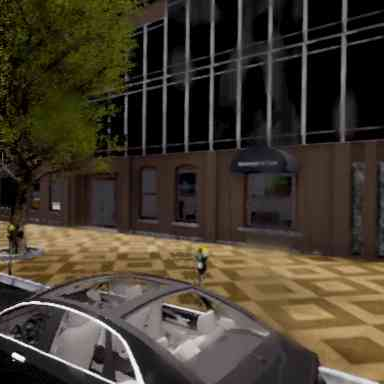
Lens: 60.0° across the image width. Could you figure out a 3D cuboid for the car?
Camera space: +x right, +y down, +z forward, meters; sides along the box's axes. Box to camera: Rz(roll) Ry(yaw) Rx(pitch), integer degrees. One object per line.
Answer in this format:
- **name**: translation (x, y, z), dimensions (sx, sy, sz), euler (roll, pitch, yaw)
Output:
- **car**: translation (-0.960, 1.547, 3.392), dimensions (4.403, 1.369, 2.008), euler (0, 1, 36)
